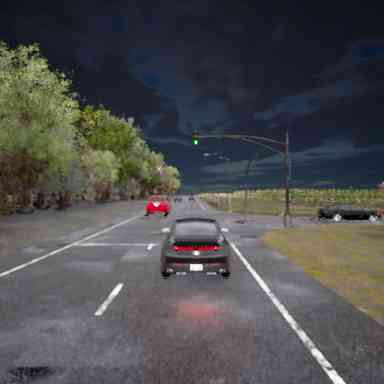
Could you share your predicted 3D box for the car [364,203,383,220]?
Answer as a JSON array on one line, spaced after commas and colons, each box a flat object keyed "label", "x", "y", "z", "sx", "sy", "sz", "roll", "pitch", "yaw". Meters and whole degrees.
[{"label": "car", "x": 19.224, "y": 1.880, "z": 31.412, "sx": 5.008, "sy": 1.535, "sz": 1.882, "roll": 1, "pitch": -1, "yaw": 0}]

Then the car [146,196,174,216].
[{"label": "car", "x": -3.404, "y": 1.377, "z": 34.365, "sx": 2.150, "sy": 2.045, "sz": 5.566, "roll": 0, "pitch": 0, "yaw": 0}]

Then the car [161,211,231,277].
[{"label": "car", "x": 0.108, "y": 1.553, "z": 10.347, "sx": 1.837, "sy": 1.490, "sz": 4.892, "roll": 0, "pitch": 0, "yaw": 0}]

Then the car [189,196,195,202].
[{"label": "car", "x": -0.009, "y": 1.887, "z": 90.494, "sx": 1.837, "sy": 1.490, "sz": 4.892, "roll": 0, "pitch": 0, "yaw": 0}]

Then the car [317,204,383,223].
[{"label": "car", "x": 13.046, "y": 1.733, "z": 27.707, "sx": 5.008, "sy": 1.535, "sz": 1.882, "roll": 1, "pitch": -3, "yaw": -4}]

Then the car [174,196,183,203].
[{"label": "car", "x": -3.508, "y": 1.852, "z": 81.761, "sx": 1.837, "sy": 1.490, "sz": 4.892, "roll": 0, "pitch": 0, "yaw": 0}]

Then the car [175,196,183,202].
[{"label": "car", "x": -3.510, "y": 1.919, "z": 92.162, "sx": 2.128, "sy": 1.511, "sz": 4.902, "roll": 0, "pitch": 0, "yaw": 0}]
